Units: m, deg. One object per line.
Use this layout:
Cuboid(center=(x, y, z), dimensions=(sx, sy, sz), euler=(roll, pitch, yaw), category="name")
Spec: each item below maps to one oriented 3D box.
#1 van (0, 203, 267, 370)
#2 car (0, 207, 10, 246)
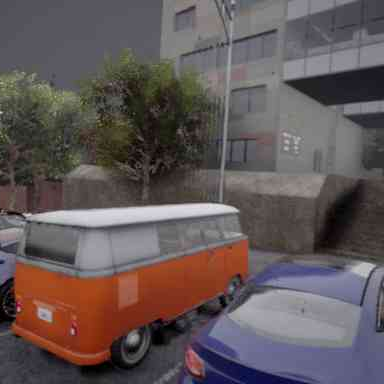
Cuboid(center=(-0.524, 1.222, 5.799), dimensions=(1.878, 1.987, 4.442), euler=(1, 0, 36), category="van")
Cuboid(center=(-9.672, 1.381, 12.221), dimensions=(2.163, 1.488, 4.792), euler=(1, 0, 36), category="car")
